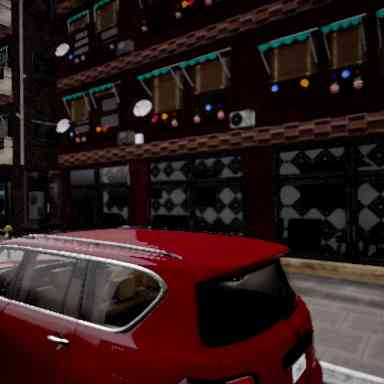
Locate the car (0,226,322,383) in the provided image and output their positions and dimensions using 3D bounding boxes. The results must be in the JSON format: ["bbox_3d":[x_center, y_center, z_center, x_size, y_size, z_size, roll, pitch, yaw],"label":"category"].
[{"bbox_3d":[-1.191,1.325,3.735,5.009,1.841,2.192,0,-1,35],"label":"car"}]
